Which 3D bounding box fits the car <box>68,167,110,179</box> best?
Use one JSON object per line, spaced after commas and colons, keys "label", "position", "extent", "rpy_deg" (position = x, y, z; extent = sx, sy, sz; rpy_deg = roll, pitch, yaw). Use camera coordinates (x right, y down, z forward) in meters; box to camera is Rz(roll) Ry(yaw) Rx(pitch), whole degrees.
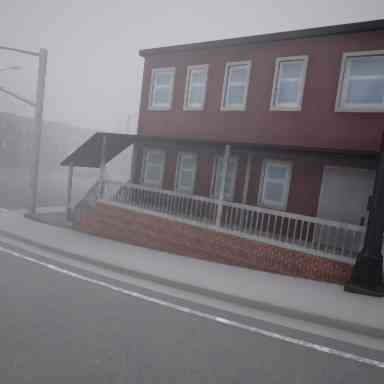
{"label": "car", "position": [-13.187, -2.467, 43.134], "extent": [2.033, 1.411, 5.357], "rpy_deg": [11, 6, 35]}
